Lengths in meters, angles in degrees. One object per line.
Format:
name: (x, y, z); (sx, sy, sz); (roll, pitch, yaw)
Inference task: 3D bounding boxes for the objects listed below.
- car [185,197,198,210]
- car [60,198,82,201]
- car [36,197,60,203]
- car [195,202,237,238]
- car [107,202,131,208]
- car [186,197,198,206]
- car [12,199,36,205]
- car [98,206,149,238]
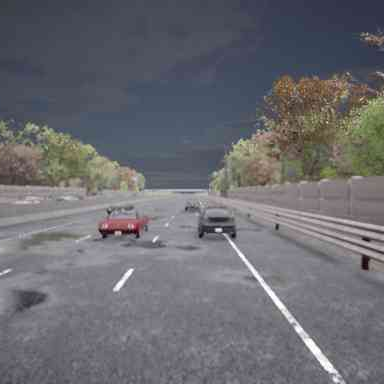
car: (0.055, 1.582, 42.661); (2.033, 1.411, 5.357); (0, 0, 1)
car: (-17.560, 1.569, 49.754); (1.812, 1.442, 4.674); (0, 0, 0)
car: (-21.056, 1.536, 50.262); (2.128, 1.511, 4.902); (0, 0, 0)
car: (1.226, 1.512, 17.655); (1.837, 1.490, 4.892); (0, 0, 0)
car: (-6.897, 1.624, 32.587); (1.895, 1.301, 4.718); (0, 0, 0)
car: (0.004, 1.618, 56.919); (1.994, 1.385, 4.181); (0, 0, 0)
car: (-24.554, 1.644, 49.309); (1.895, 1.301, 4.718); (0, 0, 1)
car: (-3.397, 1.608, 17.548); (1.895, 1.301, 4.718); (0, 0, 0)
